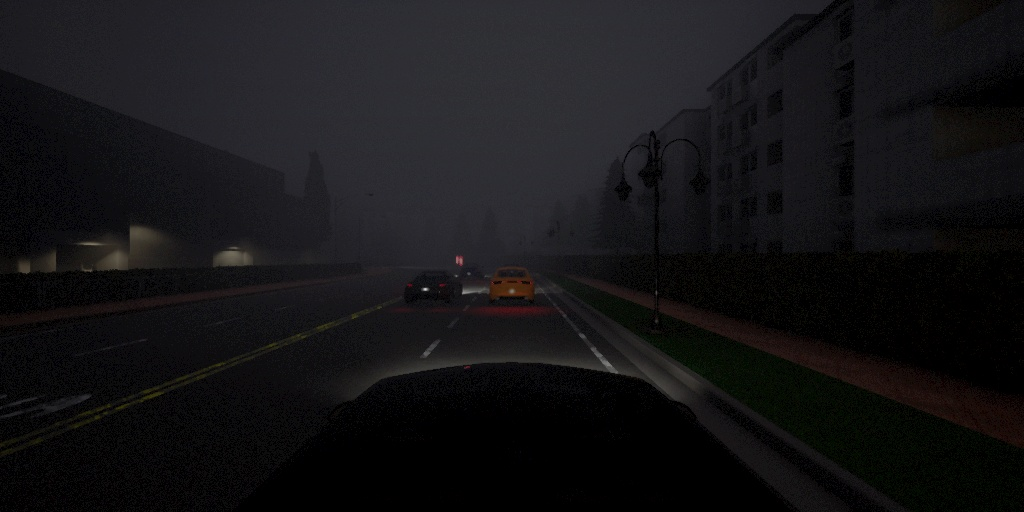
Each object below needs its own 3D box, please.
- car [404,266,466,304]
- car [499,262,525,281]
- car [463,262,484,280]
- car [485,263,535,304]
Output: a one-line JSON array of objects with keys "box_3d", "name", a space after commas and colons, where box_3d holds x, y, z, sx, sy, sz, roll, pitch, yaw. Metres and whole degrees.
[{"box_3d": [-3.500, 1.322, 16.500, 1.994, 1.385, 4.181, 0, 0, 0], "name": "car"}, {"box_3d": [0.000, 1.313, 31.500, 2.033, 1.411, 5.357, 0, 0, 0], "name": "car"}, {"box_3d": [-3.500, 1.283, 31.500, 1.812, 1.442, 4.674, 0, 0, 0], "name": "car"}, {"box_3d": [0.000, 1.235, 16.500, 1.882, 1.535, 5.008, 0, 0, 0], "name": "car"}]
